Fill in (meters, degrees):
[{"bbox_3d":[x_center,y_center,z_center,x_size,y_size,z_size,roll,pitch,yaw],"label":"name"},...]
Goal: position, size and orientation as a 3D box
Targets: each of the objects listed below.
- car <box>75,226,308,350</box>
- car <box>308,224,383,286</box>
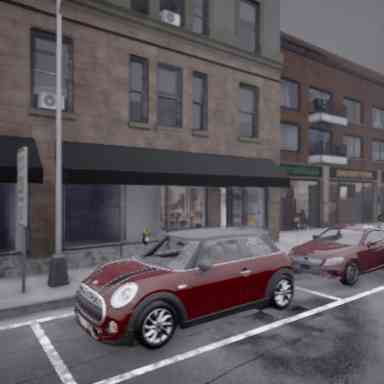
[{"bbox_3d":[-0.003,1.446,6.184,4.097,1.590,1.967,0,0,-35],"label":"car"},{"bbox_3d":[4.491,1.596,9.388,4.206,1.307,1.802,0,0,-35],"label":"car"}]
